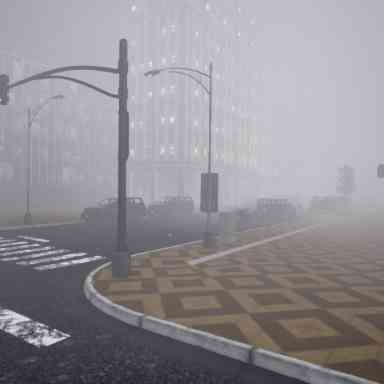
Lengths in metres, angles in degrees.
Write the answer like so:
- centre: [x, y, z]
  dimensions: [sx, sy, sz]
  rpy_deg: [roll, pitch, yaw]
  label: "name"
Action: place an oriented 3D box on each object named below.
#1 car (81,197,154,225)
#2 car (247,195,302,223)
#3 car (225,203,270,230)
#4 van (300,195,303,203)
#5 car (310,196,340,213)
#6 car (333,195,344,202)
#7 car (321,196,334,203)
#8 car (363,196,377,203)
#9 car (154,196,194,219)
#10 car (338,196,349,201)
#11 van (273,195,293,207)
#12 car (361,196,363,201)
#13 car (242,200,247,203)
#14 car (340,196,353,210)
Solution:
- centre: [-5.418, 1.275, 23.775]
  dimensions: [2.192, 1.841, 5.009]
  rpy_deg: [1, 0, 35]
  label: "car"
- centre: [6.797, 1.409, 26.927]
  dimensions: [2.192, 1.841, 5.009]
  rpy_deg: [1, 0, 35]
  label: "car"
- centre: [3.300, 1.668, 22.004]
  dimensions: [1.802, 1.307, 4.206]
  rpy_deg: [1, 0, 35]
  label: "car"
- centre: [17.159, 1.351, 55.370]
  dimensions: [1.690, 1.788, 3.998]
  rpy_deg: [1, 0, 35]
  label: "van"
- centre: [15.386, 1.427, 39.164]
  dimensions: [2.192, 1.841, 5.009]
  rpy_deg: [1, 0, 35]
  label: "car"
- centre: [36.320, 1.570, 82.378]
  dimensions: [1.752, 1.417, 4.829]
  rpy_deg: [1, 1, 35]
  label: "car"
- centre: [29.997, 1.616, 73.468]
  dimensions: [1.802, 1.307, 4.206]
  rpy_deg: [1, 1, 35]
  label: "car"
- centre: [39.635, 1.598, 73.432]
  dimensions: [1.967, 1.590, 4.097]
  rpy_deg: [1, 1, 35]
  label: "car"
- centre: [-1.754, 1.283, 28.939]
  dimensions: [2.192, 1.841, 5.009]
  rpy_deg: [1, 0, 35]
  label: "car"
- centre: [39.613, 1.623, 87.019]
  dimensions: [1.947, 1.339, 4.313]
  rpy_deg: [1, 1, 35]
  label: "car"
- centre: [13.949, 1.345, 50.846]
  dimensions: [1.690, 1.788, 3.998]
  rpy_deg: [1, 0, 35]
  label: "van"
- centre: [44.103, 1.655, 84.161]
  dimensions: [2.128, 1.511, 4.902]
  rpy_deg: [1, 1, 35]
  label: "car"
- centre: [7.770, 1.430, 42.252]
  dimensions: [1.967, 1.590, 4.097]
  rpy_deg: [1, 0, 35]
  label: "car"
- centre: [20.375, 1.437, 46.286]
  dimensions: [2.192, 1.841, 5.009]
  rpy_deg: [1, 0, 35]
  label: "car"
